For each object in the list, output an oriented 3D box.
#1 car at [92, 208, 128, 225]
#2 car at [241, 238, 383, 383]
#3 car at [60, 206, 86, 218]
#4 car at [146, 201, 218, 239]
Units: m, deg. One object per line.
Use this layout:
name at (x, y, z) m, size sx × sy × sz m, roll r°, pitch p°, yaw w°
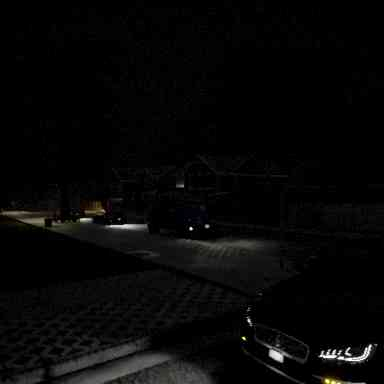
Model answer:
car at (-7.264, 2.137, 29.404) m, size 1.994 × 1.385 × 4.181 m, roll 0°, pitch -1°, yaw -36°
car at (2.886, 1.530, 5.035) m, size 4.892 × 1.490 × 1.837 m, roll 0°, pitch 0°, yaw -36°
car at (-13.858, 2.348, 38.666) m, size 1.994 × 1.385 × 4.181 m, roll 0°, pitch -1°, yaw -35°
car at (-0.783, 1.574, 20.368) m, size 2.150 × 2.045 × 5.566 m, roll 0°, pitch -1°, yaw -36°
